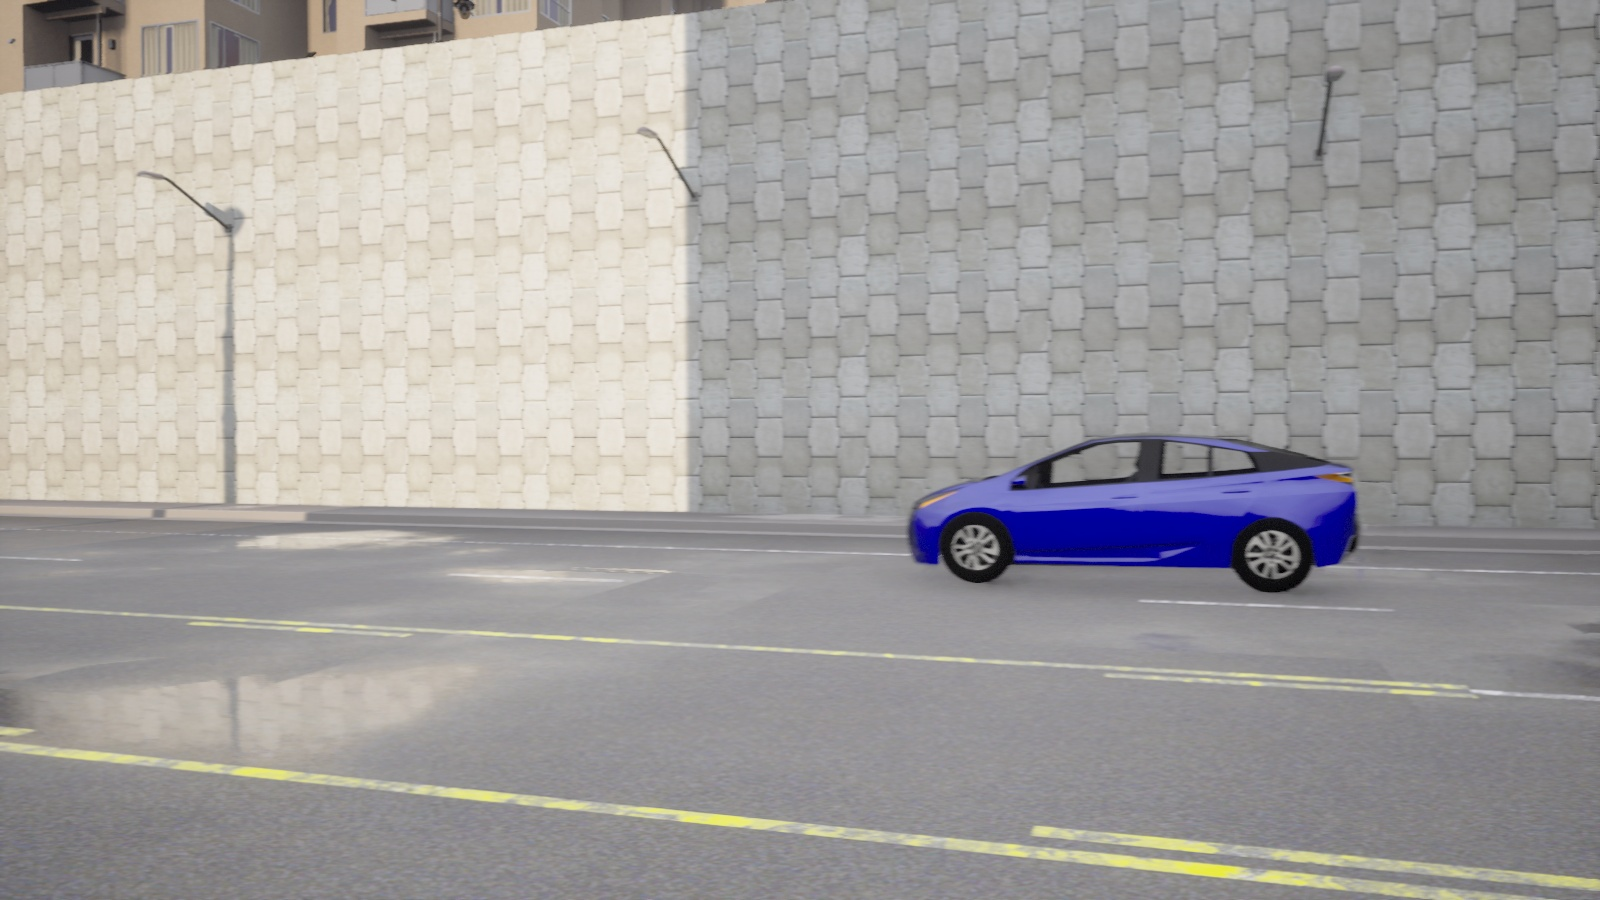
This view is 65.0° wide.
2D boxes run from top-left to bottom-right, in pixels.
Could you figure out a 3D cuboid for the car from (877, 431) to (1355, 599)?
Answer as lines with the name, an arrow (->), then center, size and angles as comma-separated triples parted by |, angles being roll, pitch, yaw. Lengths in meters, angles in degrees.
car -> 3.247, 0.573, 13.169 | 4.514, 1.525, 2.007 | 1, 1, 18
